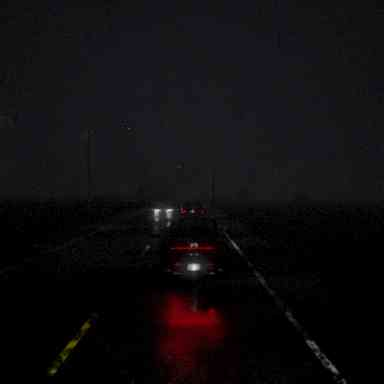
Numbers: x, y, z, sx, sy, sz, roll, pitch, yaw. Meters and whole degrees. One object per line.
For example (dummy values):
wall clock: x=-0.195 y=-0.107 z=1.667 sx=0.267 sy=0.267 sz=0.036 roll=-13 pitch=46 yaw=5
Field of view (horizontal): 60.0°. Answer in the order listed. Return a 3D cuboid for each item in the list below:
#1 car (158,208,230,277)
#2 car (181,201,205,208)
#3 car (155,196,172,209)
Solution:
car: x=0.062 y=1.459 z=10.081 sx=1.837 sy=1.490 sz=4.892 roll=0 pitch=1 yaw=0
car: x=0.074 y=1.422 z=26.075 sx=2.033 sy=1.411 sz=5.357 roll=0 pitch=0 yaw=0
car: x=-3.575 y=1.296 z=42.130 sx=1.837 sy=1.490 sz=4.892 roll=0 pitch=0 yaw=0
